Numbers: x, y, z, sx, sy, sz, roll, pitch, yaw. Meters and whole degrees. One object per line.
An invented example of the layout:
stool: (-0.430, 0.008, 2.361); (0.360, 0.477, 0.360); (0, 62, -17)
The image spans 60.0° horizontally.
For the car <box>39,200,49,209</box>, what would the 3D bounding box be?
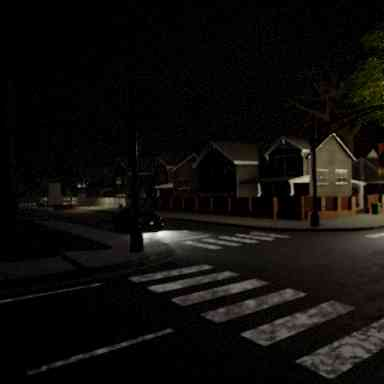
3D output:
car: (-24.181, 1.994, 55.585); (1.994, 1.385, 4.181); (-2, 0, -35)

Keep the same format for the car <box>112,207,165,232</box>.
car: (-3.430, 1.633, 20.806); (1.994, 1.385, 4.181); (-2, 1, -34)

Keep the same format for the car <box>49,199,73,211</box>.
car: (-18.202, 1.796, 47.058); (2.128, 1.511, 4.902); (-2, 1, -34)
